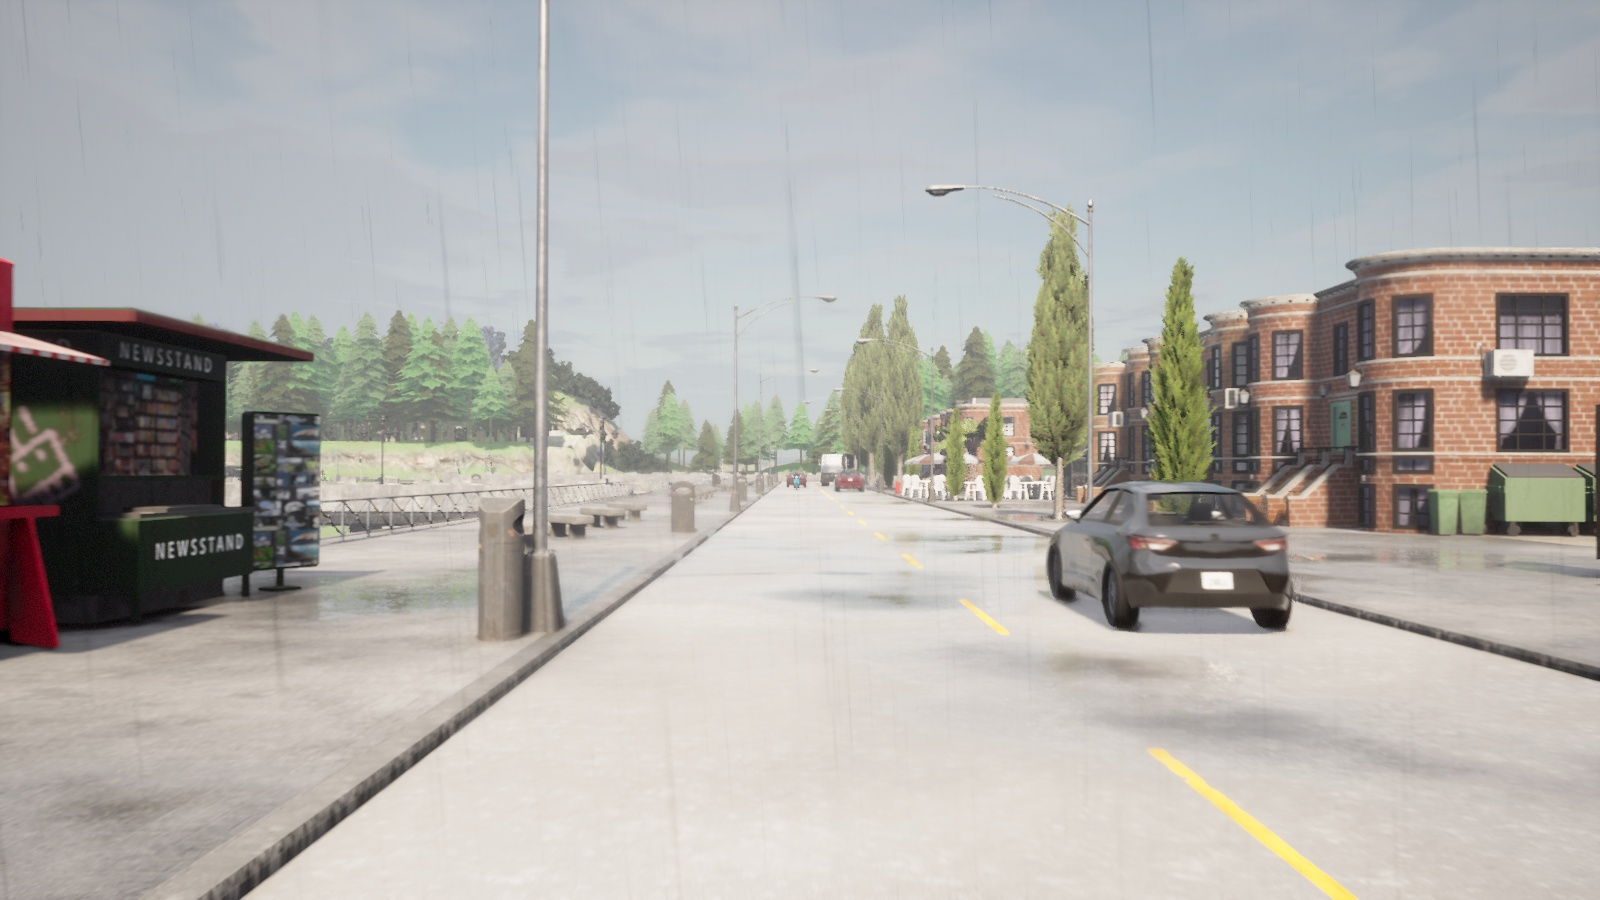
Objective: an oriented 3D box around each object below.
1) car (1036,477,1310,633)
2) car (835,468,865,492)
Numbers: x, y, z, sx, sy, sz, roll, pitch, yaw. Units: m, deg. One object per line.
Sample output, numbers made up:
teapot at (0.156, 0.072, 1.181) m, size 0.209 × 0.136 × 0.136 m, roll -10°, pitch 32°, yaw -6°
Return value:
car at (3.962, 1.049, 14.127) m, size 1.816 × 1.474 × 4.193 m, roll 0°, pitch -1°, yaw 0°
car at (3.753, 2.258, 95.574) m, size 2.097 × 1.767 × 4.553 m, roll 0°, pitch -1°, yaw 0°
